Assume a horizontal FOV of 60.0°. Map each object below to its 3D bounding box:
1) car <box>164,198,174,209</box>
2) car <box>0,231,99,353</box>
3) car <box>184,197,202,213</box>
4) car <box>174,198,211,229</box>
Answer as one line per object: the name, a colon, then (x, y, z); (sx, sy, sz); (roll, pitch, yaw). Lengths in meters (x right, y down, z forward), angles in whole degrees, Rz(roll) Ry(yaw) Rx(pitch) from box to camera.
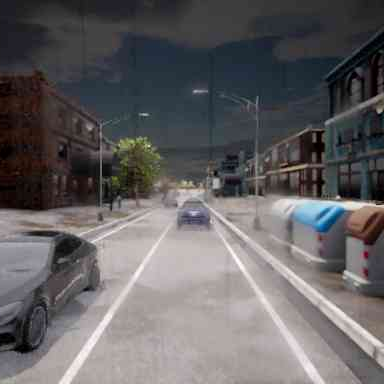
car: (-3.067, 1.677, 49.754); (1.837, 1.490, 4.892); (0, -1, 0)
car: (-3.099, 1.526, 6.280); (1.812, 1.442, 4.674); (0, 0, 0)
car: (0.100, 1.469, 39.821); (2.097, 1.767, 4.553); (0, 0, 0)
car: (0.100, 1.384, 22.125); (2.097, 1.767, 4.553); (0, 0, 0)
